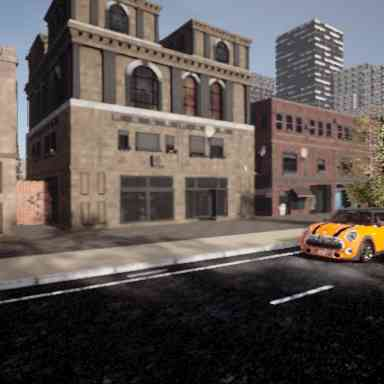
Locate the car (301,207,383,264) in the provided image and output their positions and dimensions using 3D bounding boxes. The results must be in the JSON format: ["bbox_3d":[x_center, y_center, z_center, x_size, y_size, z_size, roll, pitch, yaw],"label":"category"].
[{"bbox_3d":[5.968,1.351,11.930,4.553,1.767,2.097,0,0,-35],"label":"car"}]
